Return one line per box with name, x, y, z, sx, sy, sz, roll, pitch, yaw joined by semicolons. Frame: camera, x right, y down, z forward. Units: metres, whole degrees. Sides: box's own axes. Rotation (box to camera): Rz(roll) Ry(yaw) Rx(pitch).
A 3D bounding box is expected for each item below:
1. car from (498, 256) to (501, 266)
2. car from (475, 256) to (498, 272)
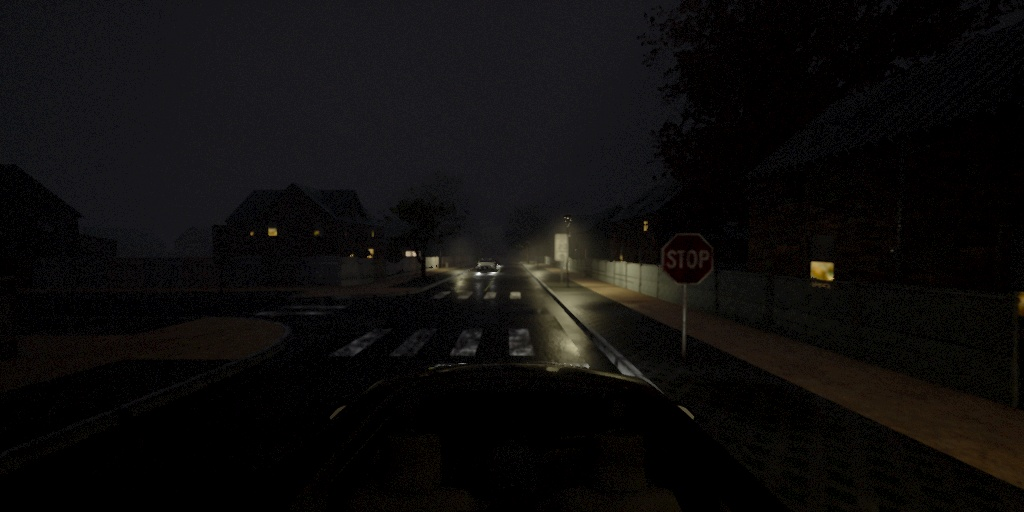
car;-2.887;0.724;59.296;1.882;1.535;5.008;0;0;0
car;-2.841;0.977;39.760;1.812;1.442;4.674;0;1;0
